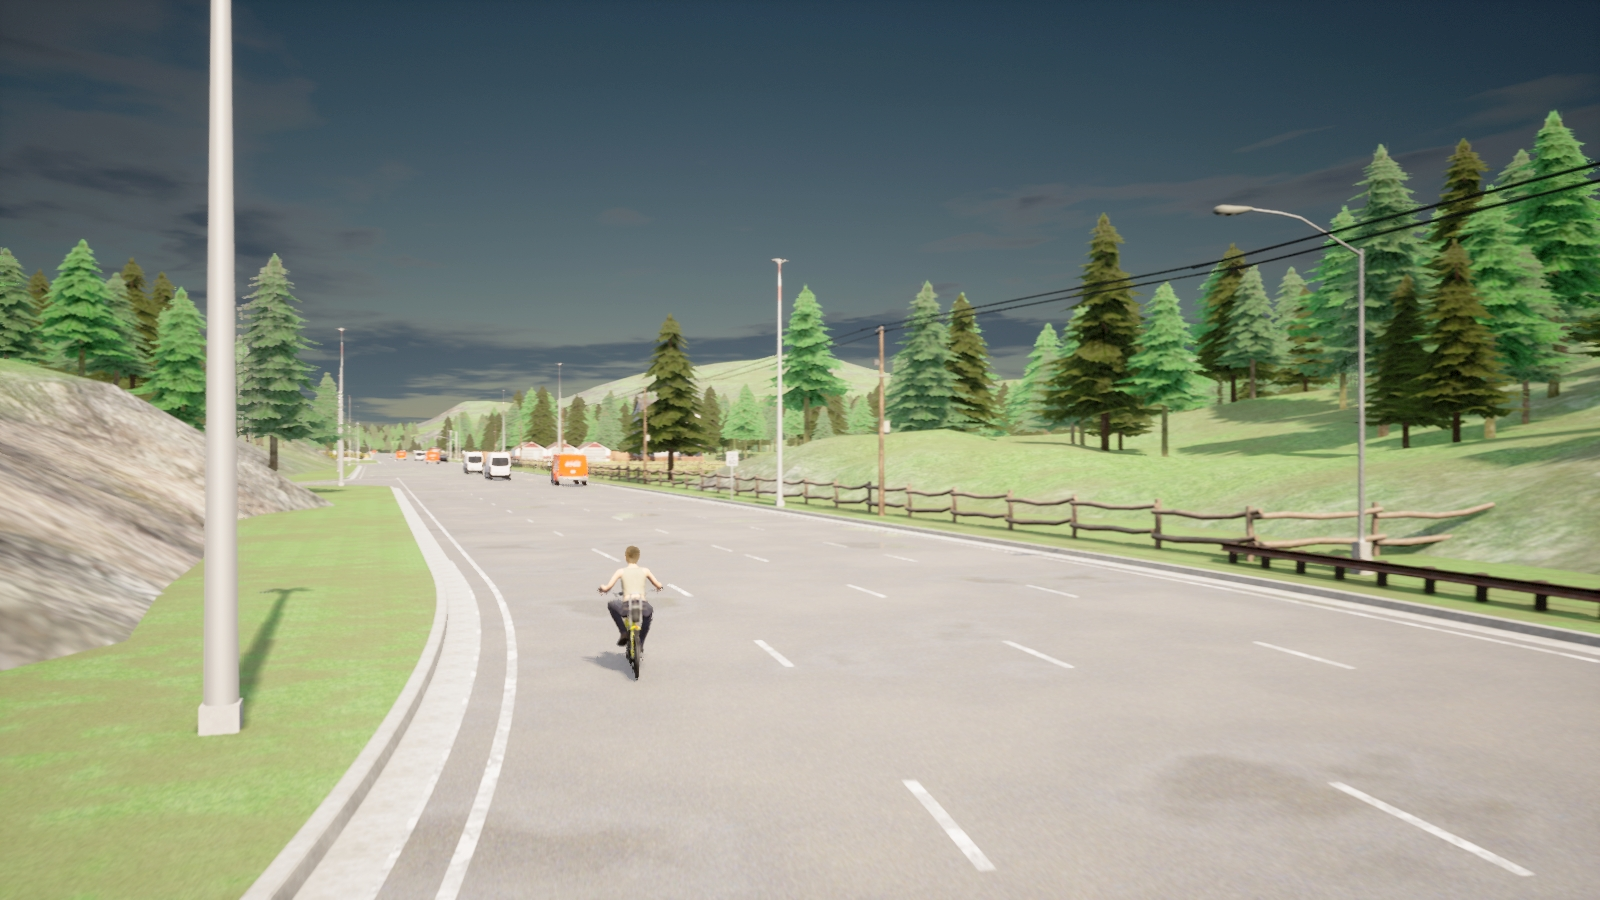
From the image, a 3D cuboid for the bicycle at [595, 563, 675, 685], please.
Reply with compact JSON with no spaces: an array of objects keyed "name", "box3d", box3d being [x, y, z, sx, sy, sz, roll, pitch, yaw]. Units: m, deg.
[{"name":"bicycle","box3d":[-2.105,2.158,14.422,0.859,1.276,1.487,-1,0,-13]}]
